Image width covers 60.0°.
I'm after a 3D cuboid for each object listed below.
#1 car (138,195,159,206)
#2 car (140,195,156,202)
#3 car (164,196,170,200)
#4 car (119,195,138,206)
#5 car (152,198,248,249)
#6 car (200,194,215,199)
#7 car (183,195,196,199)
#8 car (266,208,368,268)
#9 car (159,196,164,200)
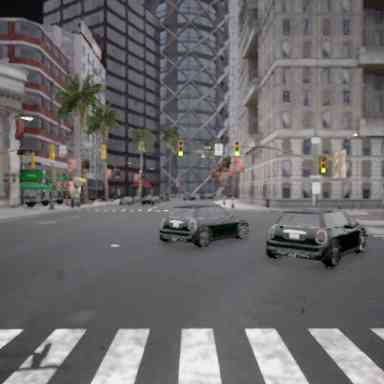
[{"bbox_3d":[-7.029,1.551,53.937,1.895,1.301,4.718,0,0,0],"label":"car"},{"bbox_3d":[-9.772,1.457,73.993,2.128,1.511,4.902,0,0,10],"label":"car"},{"bbox_3d":[-6.275,1.485,73.639,1.994,1.385,4.181,0,0,10],"label":"car"},{"bbox_3d":[-10.529,1.454,53.951,1.837,1.490,4.892,0,0,0],"label":"car"},{"bbox_3d":[0.698,1.339,14.951,2.097,1.767,4.553,0,0,39],"label":"car"},{"bbox_3d":[4.257,1.274,90.270,2.097,1.767,4.553,0,0,38],"label":"car"},{"bbox_3d":[-0.603,1.467,81.013,2.033,1.411,5.357,0,0,22],"label":"car"},{"bbox_3d":[4.475,1.342,11.592,2.097,1.767,4.553,0,0,41],"label":"car"},{"bbox_3d":[-7.027,1.446,63.639,1.837,1.490,4.892,0,0,0],"label":"car"}]
